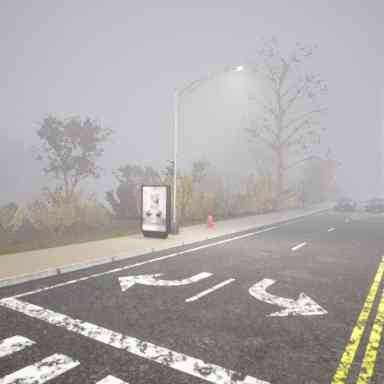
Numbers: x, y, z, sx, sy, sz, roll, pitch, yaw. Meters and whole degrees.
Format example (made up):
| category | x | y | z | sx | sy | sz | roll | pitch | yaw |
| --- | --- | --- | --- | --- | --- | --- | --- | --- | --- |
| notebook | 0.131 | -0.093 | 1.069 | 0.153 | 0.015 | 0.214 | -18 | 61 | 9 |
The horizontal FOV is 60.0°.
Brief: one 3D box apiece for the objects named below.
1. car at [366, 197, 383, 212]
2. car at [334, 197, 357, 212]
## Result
| category | x | y | z | sx | sy | sz | roll | pitch | yaw |
| --- | --- | --- | --- | --- | --- | --- | --- | --- | --- |
| car | 21.280 | 1.392 | 38.300 | 2.097 | 1.767 | 4.553 | 0 | 0 | 30 |
| car | 18.466 | 1.389 | 39.926 | 2.097 | 1.767 | 4.553 | 0 | 0 | 30 |
